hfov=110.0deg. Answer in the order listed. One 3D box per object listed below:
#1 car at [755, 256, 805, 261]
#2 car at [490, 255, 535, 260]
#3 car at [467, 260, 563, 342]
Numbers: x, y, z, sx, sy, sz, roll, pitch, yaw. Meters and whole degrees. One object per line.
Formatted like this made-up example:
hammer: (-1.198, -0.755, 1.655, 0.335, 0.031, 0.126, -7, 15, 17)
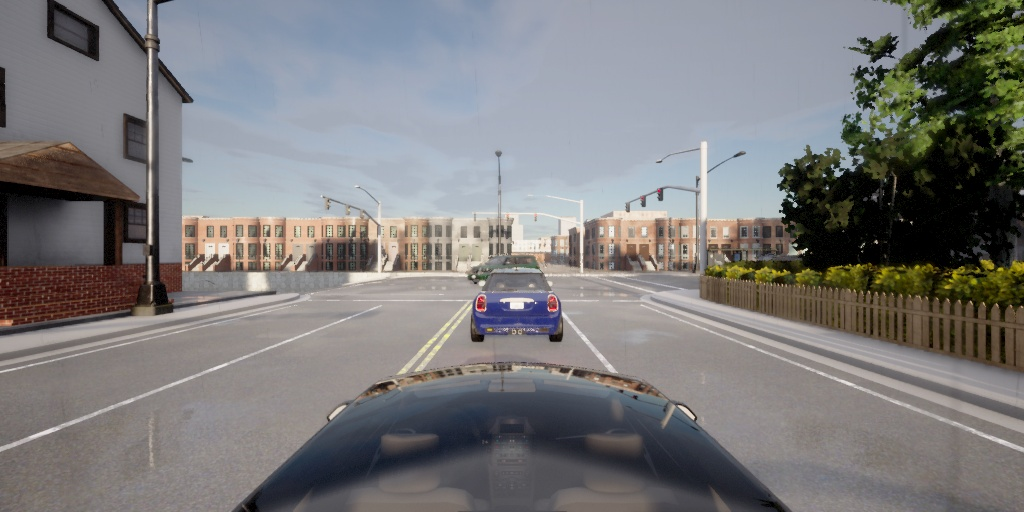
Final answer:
car: (21.564, 0.974, 29.676, 5.566, 2.045, 2.150, 0, 0, 0)
car: (-0.464, 0.971, 24.875, 5.566, 2.045, 2.150, 0, -1, -44)
car: (0.109, 1.102, 9.948, 2.097, 1.767, 4.553, 0, 0, 0)
